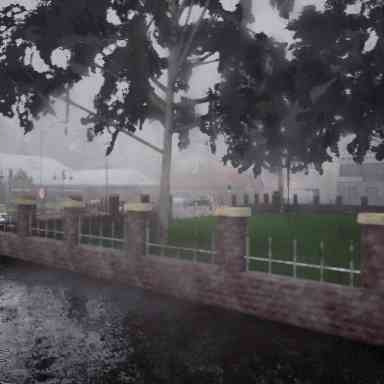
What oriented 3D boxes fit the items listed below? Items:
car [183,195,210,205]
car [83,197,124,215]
[{"bbox_3d":[0.700,1.219,44.590,1.837,1.490,4.892,1,0,36],"label":"car"},{"bbox_3d":[-8.652,1.266,31.663,1.882,1.535,5.008,1,0,36],"label":"car"}]
